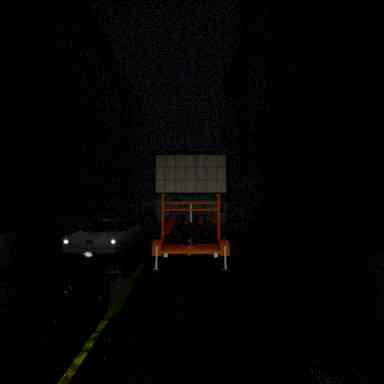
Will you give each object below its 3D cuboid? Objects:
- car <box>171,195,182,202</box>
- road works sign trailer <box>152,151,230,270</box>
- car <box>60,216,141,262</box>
[{"bbox_3d":[-3.233,1.325,68.287,2.097,1.767,4.553,0,0,0],"label":"car"},{"bbox_3d":[-0.034,0.463,10.987,2.380,3.560,2.880,0,0,0],"label":"road works sign trailer"},{"bbox_3d":[-3.140,1.599,12.306,1.895,1.301,4.718,0,0,0],"label":"car"}]
